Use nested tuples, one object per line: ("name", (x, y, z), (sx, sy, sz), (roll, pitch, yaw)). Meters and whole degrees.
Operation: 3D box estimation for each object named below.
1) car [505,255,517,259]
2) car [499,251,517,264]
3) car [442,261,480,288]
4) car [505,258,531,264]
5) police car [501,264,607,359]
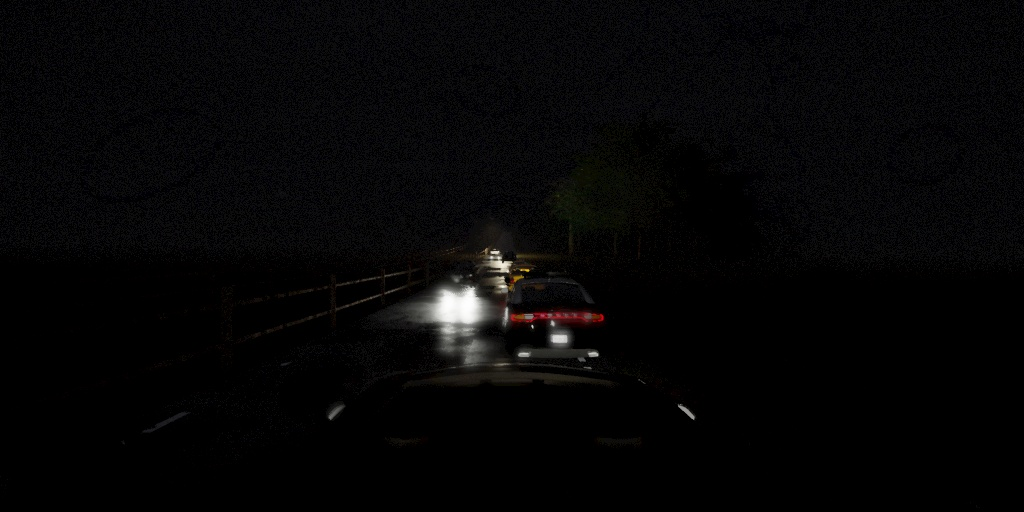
("car", (0.621, 0.968, 24.586), (1.801, 1.575, 5.366), (0, 1, -1))
("car", (-0.390, 0.111, 51.834), (2.097, 1.767, 4.553), (0, 2, 0))
("car", (-3.031, 1.050, 22.059), (2.128, 1.511, 4.902), (0, 1, -1))
("car", (0.676, 1.071, 18.587), (1.801, 1.575, 5.366), (0, 1, -1))
("police car", (0.769, 1.149, 8.510), (1.930, 1.638, 5.238), (0, 0, -1))
